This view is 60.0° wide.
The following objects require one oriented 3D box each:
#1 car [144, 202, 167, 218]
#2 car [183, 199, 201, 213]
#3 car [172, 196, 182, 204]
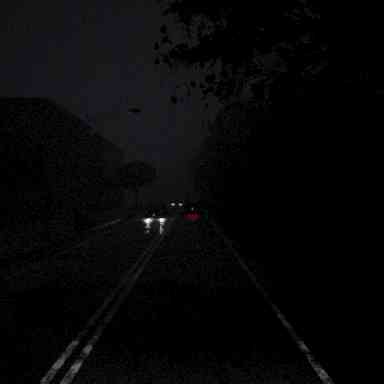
[{"bbox_3d":[-3.388,1.665,32.157,2.033,1.411,5.357,0,0,0],"label":"car"},{"bbox_3d":[0.052,1.649,39.962,1.837,1.490,4.892,0,0,0],"label":"car"},{"bbox_3d":[-3.315,1.641,73.306,2.097,1.767,4.553,0,-1,0],"label":"car"}]
